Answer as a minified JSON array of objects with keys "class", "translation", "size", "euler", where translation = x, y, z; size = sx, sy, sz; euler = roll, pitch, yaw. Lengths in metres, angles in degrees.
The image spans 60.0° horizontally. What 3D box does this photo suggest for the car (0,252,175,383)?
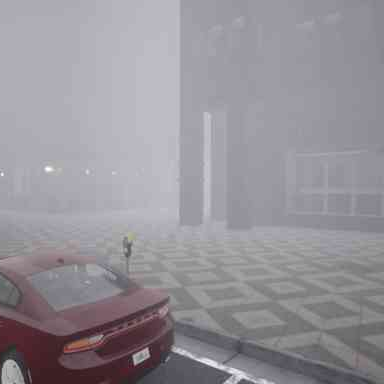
[{"class":"car","translation":[-2.293,1.544,4.759],"size":[4.507,1.381,1.887],"euler":[0,0,37]}]
